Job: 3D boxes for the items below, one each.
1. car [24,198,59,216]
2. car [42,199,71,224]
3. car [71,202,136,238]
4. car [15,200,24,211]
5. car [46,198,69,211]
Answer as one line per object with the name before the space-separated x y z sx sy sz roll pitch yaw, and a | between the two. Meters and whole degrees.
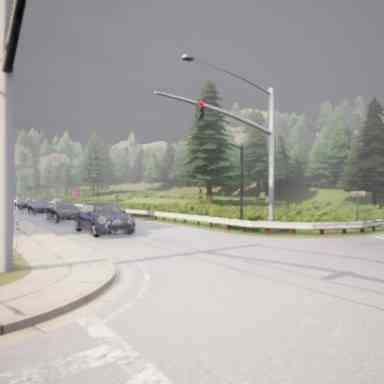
car | -15.314 1.520 33.626 1.882 1.535 5.008 0 0 -35
car | -9.920 1.546 25.748 1.837 1.490 4.892 0 0 -34
car | -4.818 1.393 18.307 2.097 1.767 4.553 0 0 -34
car | -20.855 1.644 41.745 1.895 1.301 4.718 0 0 -34
car | -17.632 1.576 43.534 1.812 1.442 4.674 0 0 -34
